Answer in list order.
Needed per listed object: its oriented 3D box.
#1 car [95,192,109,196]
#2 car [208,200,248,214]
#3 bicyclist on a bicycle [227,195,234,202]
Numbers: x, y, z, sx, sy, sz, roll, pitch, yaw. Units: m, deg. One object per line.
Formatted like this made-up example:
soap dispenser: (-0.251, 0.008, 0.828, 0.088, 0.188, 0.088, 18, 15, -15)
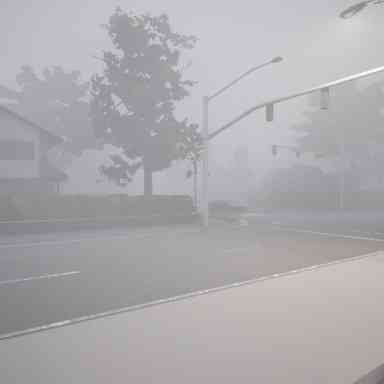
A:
car: (-20.412, 1.049, 75.266, 2.150, 2.045, 5.566, 0, 0, -36)
car: (3.613, 1.547, 36.546, 2.033, 1.411, 5.357, 0, 0, -36)
bicyclist on a bicycle: (5.913, 1.303, 51.108, 1.656, 1.620, 0.582, 0, 0, -36)
